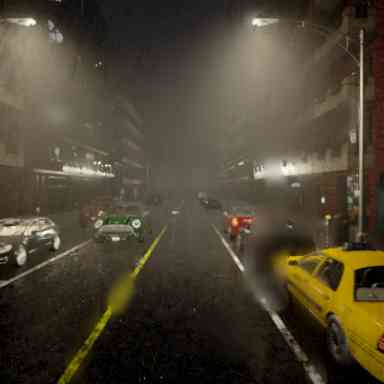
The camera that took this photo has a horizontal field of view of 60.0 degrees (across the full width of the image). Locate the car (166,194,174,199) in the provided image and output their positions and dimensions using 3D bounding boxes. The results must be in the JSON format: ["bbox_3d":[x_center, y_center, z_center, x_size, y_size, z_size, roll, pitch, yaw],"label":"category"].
[{"bbox_3d":[-6.299,1.187,94.997,1.887,1.381,4.507,-1,0,0],"label":"car"}]

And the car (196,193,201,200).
[{"bbox_3d":[2.296,1.193,61.411,1.967,1.590,4.097,-1,0,0],"label":"car"}]

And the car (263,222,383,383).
[{"bbox_3d":[2.655,1.498,5.562,1.752,1.417,4.829,-1,0,0],"label":"car"}]

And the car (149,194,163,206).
[{"bbox_3d":[-6.011,1.363,50.182,2.008,1.369,4.403,-1,0,0],"label":"car"}]

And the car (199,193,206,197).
[{"bbox_3d":[2.368,1.321,50.377,1.752,1.417,4.829,-1,0,0],"label":"car"}]

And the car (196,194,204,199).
[{"bbox_3d":[2.118,1.213,89.420,1.947,1.339,4.313,-1,0,0],"label":"car"}]

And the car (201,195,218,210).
[{"bbox_3d":[2.442,1.406,39.003,1.947,1.339,4.313,-1,0,0],"label":"car"}]

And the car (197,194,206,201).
[{"bbox_3d":[2.190,1.240,78.216,2.008,1.369,4.403,-1,0,0],"label":"car"}]

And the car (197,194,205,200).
[{"bbox_3d":[2.154,1.213,83.818,1.887,1.381,4.507,-1,0,0],"label":"car"}]

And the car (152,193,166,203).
[{"bbox_3d":[-6.050,1.106,55.783,2.192,1.841,5.009,-1,0,0],"label":"car"}]

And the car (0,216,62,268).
[{"bbox_3d":[-5.759,1.517,10.969,2.008,1.369,4.403,-1,0,0],"label":"car"}]

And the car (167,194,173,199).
[{"bbox_3d":[-6.262,1.229,89.395,1.947,1.339,4.313,-1,0,0],"label":"car"}]

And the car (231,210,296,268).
[{"bbox_3d":[2.621,1.516,10.994,1.947,1.339,4.313,-1,0,0],"label":"car"}]

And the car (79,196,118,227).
[{"bbox_3d":[-5.835,1.237,22.172,2.192,1.841,5.009,-1,0,0],"label":"car"}]

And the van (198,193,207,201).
[{"bbox_3d":[2.223,1.051,72.614,1.690,1.788,3.998,-1,0,0],"label":"van"}]

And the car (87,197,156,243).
[{"bbox_3d":[-3.089,1.295,15.649,2.097,1.767,4.553,0,0,0],"label":"car"}]

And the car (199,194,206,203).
[{"bbox_3d":[2.405,1.369,44.606,2.008,1.369,4.403,-1,0,0],"label":"car"}]

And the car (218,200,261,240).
[{"bbox_3d":[2.583,1.368,16.595,1.967,1.590,4.097,-1,0,0],"label":"car"}]
